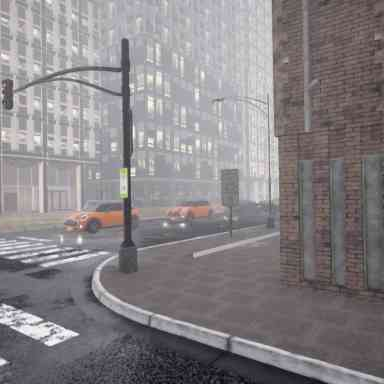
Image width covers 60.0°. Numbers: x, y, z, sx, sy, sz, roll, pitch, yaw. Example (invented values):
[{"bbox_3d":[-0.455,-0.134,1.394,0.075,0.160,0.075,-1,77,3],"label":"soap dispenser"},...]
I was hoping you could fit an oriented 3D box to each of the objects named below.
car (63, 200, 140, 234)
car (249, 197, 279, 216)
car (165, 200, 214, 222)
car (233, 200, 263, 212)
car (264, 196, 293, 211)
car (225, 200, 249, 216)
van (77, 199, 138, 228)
[{"bbox_3d":[-5.335,1.416,19.892,2.097,1.767,4.553,-1,-1,37],"label":"car"},{"bbox_3d":[7.896,1.528,32.691,2.128,1.511,4.902,-1,-1,36],"label":"car"},{"bbox_3d":[-0.128,1.432,27.047,2.097,1.767,4.553,-1,-1,36],"label":"car"},{"bbox_3d":[7.011,1.689,41.350,1.752,1.417,4.829,-2,-1,36],"label":"car"},{"bbox_3d":[11.093,1.471,42.521,2.097,1.767,4.553,-1,-1,36],"label":"car"},{"bbox_3d":[5.150,1.590,34.341,2.128,1.511,4.902,-1,-1,36],"label":"car"},{"bbox_3d":[-5.895,1.460,23.492,1.690,1.788,3.998,-2,-1,36],"label":"van"}]
